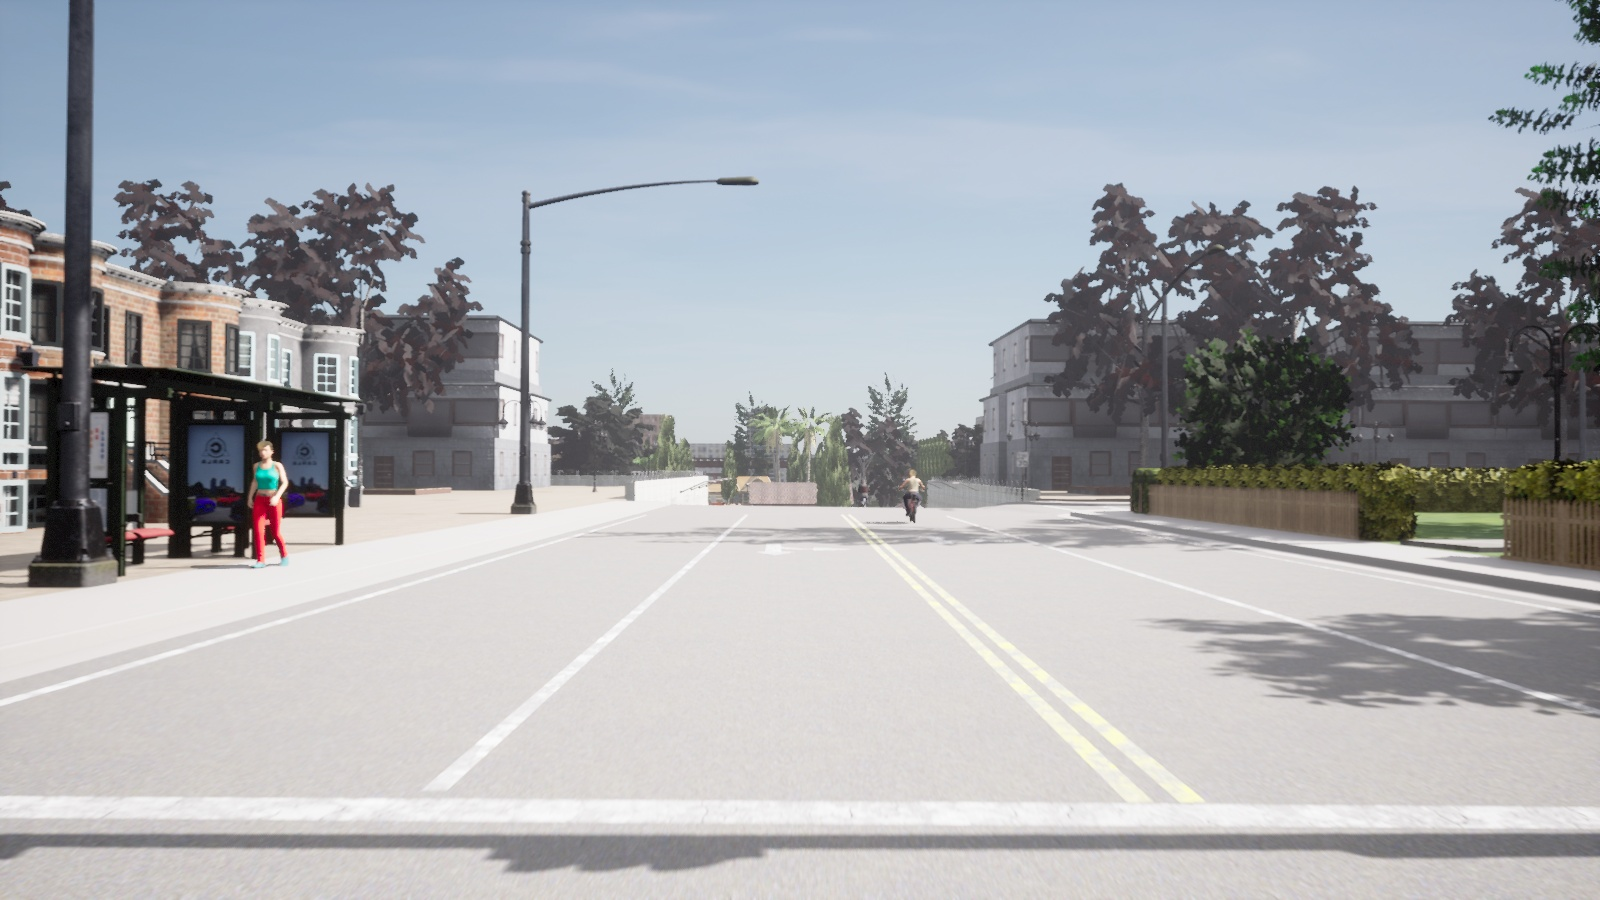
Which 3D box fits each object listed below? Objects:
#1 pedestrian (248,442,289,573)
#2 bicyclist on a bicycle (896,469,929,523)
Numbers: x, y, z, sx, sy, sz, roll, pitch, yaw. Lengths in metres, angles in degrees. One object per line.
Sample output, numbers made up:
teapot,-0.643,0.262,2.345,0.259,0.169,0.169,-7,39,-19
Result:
pedestrian,-7.564,0.806,17.883,0.345,1.836,0.594,0,-1,-2
bicyclist on a bicycle,3.415,1.378,38.252,0.866,1.612,1.509,0,-1,0
